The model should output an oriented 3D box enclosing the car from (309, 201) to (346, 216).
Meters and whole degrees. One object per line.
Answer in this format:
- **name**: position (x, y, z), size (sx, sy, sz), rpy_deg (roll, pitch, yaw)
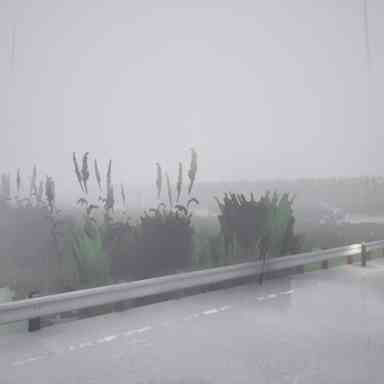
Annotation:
- **car**: position (10.878, 1.574, 29.024), size (2.097, 1.767, 4.553), rpy_deg (-1, 1, -43)
